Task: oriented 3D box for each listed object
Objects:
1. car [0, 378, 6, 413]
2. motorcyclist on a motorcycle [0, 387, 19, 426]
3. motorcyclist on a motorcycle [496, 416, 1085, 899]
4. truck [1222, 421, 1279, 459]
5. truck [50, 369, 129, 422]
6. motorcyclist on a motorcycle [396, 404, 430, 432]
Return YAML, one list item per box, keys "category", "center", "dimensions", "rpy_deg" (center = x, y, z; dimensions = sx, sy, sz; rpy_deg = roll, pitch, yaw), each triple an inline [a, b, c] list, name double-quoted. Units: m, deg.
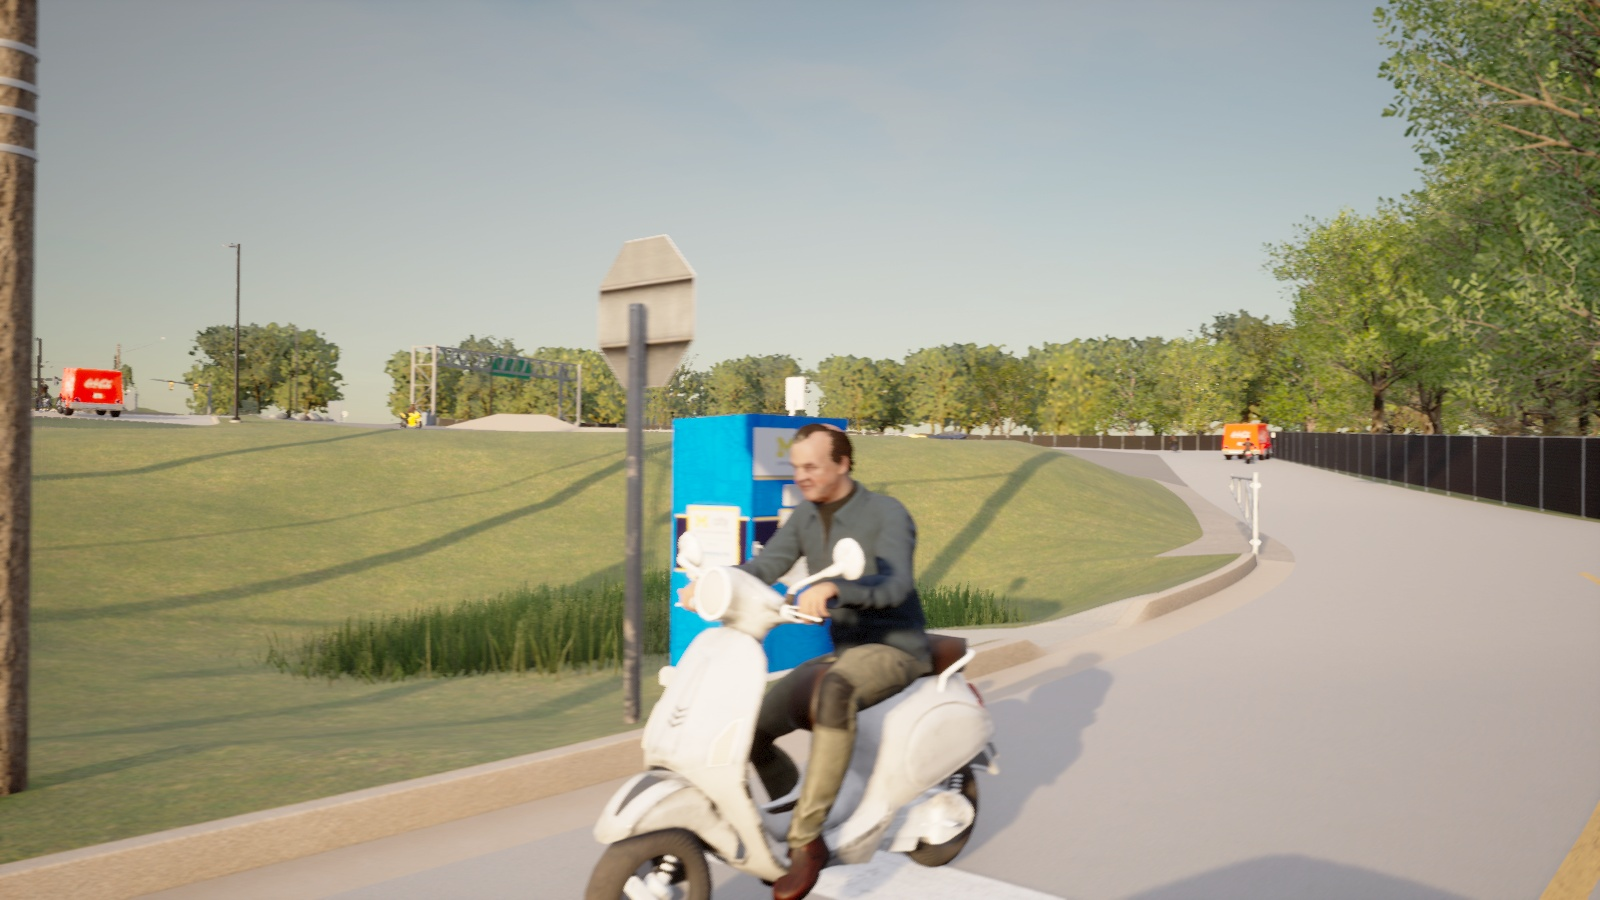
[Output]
- category: "car"
  center: [-45.442, -3.089, 67.514]
  dimensions: [4.605, 1.855, 1.932]
  rpy_deg: [3, 0, 13]
- category: "motorcyclist on a motorcycle"
  center: [-33.949, -1.857, 52.867]
  dimensions: [0.866, 1.590, 1.817]
  rpy_deg: [6, 0, 0]
- category: "motorcyclist on a motorcycle"
  center: [0.048, 0.707, 4.071]
  dimensions: [0.866, 1.590, 1.817]
  rpy_deg: [0, 0, 45]
- category: "truck"
  center: [30.546, -0.693, 85.129]
  dimensions: [2.627, 2.467, 5.204]
  rpy_deg: [0, 1, 32]
- category: "truck"
  center: [-36.972, -2.857, 65.274]
  dimensions: [2.627, 2.467, 5.204]
  rpy_deg: [2, 3, -39]
- category: "motorcyclist on a motorcycle"
  center: [-22.477, -1.857, 72.905]
  dimensions: [2.044, 1.523, 0.797]
  rpy_deg: [4, 2, 36]
